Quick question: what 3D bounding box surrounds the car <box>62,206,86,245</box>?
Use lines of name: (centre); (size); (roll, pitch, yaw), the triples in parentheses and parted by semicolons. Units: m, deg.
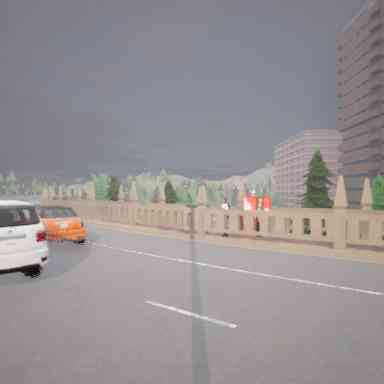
car: (-6.554, 1.351, 14.578); (4.553, 1.767, 2.097); (0, 0, 44)

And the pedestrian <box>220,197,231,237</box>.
pedestrian: (1.567, 1.141, 15.478); (0.375, 1.860, 0.375); (0, 0, 41)

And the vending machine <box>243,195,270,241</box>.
vending machine: (3.112, 1.195, 16.008); (0.880, 2.100, 1.100); (0, 0, 41)

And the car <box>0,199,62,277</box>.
car: (-6.017, 1.222, 9.169); (5.566, 2.045, 2.150); (0, 0, 42)
